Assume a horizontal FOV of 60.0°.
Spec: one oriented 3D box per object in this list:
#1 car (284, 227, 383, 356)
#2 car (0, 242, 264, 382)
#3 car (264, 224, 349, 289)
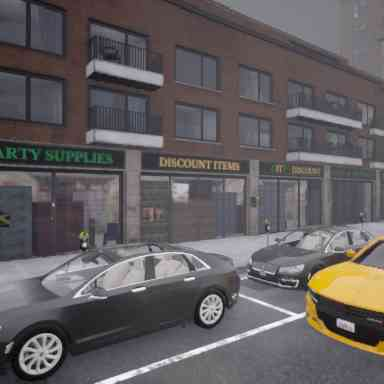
[{"bbox_3d":[4.059,1.480,5.839,5.008,1.535,1.882,0,0,-35],"label":"car"},{"bbox_3d":[-1.168,1.551,5.354,4.403,1.369,2.008,0,0,-35],"label":"car"},{"bbox_3d":[3.327,1.553,8.556,4.403,1.369,2.008,0,0,-35],"label":"car"}]
